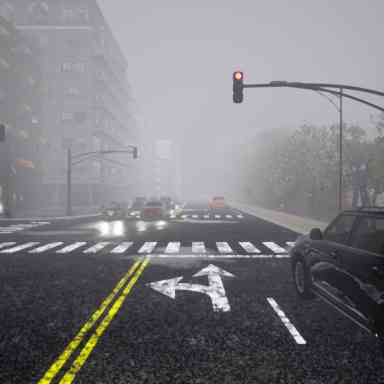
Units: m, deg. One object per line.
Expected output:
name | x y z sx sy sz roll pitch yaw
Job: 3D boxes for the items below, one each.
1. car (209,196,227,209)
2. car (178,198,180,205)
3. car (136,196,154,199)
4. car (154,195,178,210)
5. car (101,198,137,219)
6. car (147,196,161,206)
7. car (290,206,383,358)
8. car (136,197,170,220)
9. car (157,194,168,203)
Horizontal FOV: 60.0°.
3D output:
car | 3.449 1.359 44.775 2.097 1.767 4.553 0 0 0
car | -3.197 1.508 59.530 2.128 1.511 4.902 0 0 0
car | -6.506 1.357 42.457 2.097 1.767 4.553 0 0 0
car | -3.259 1.357 42.372 2.097 1.767 4.553 0 0 0
car | -6.540 1.518 29.238 2.128 1.511 4.902 0 1 0
car | -6.461 1.516 56.527 1.837 1.490 4.892 0 1 0
car | 3.374 1.221 5.292 2.150 2.045 5.566 0 0 -2
car | -3.293 1.496 29.035 1.882 1.535 5.008 0 0 0
car | -6.343 1.365 71.822 2.097 1.767 4.553 0 0 0
